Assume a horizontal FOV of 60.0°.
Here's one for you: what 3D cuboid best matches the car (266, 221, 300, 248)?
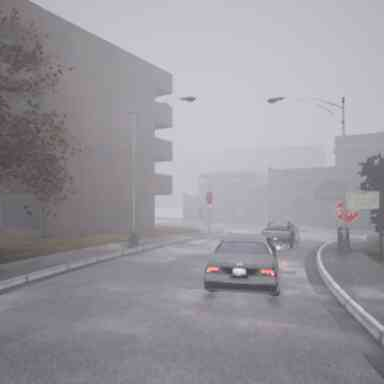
[{"bbox_3d":[5.599,2.552,20.813,2.128,1.511,4.902,0,-3,23],"label":"car"}]

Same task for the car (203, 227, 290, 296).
[{"bbox_3d":[1.596,1.943,9.796,2.033,1.411,5.357,0,-3,13],"label":"car"}]
